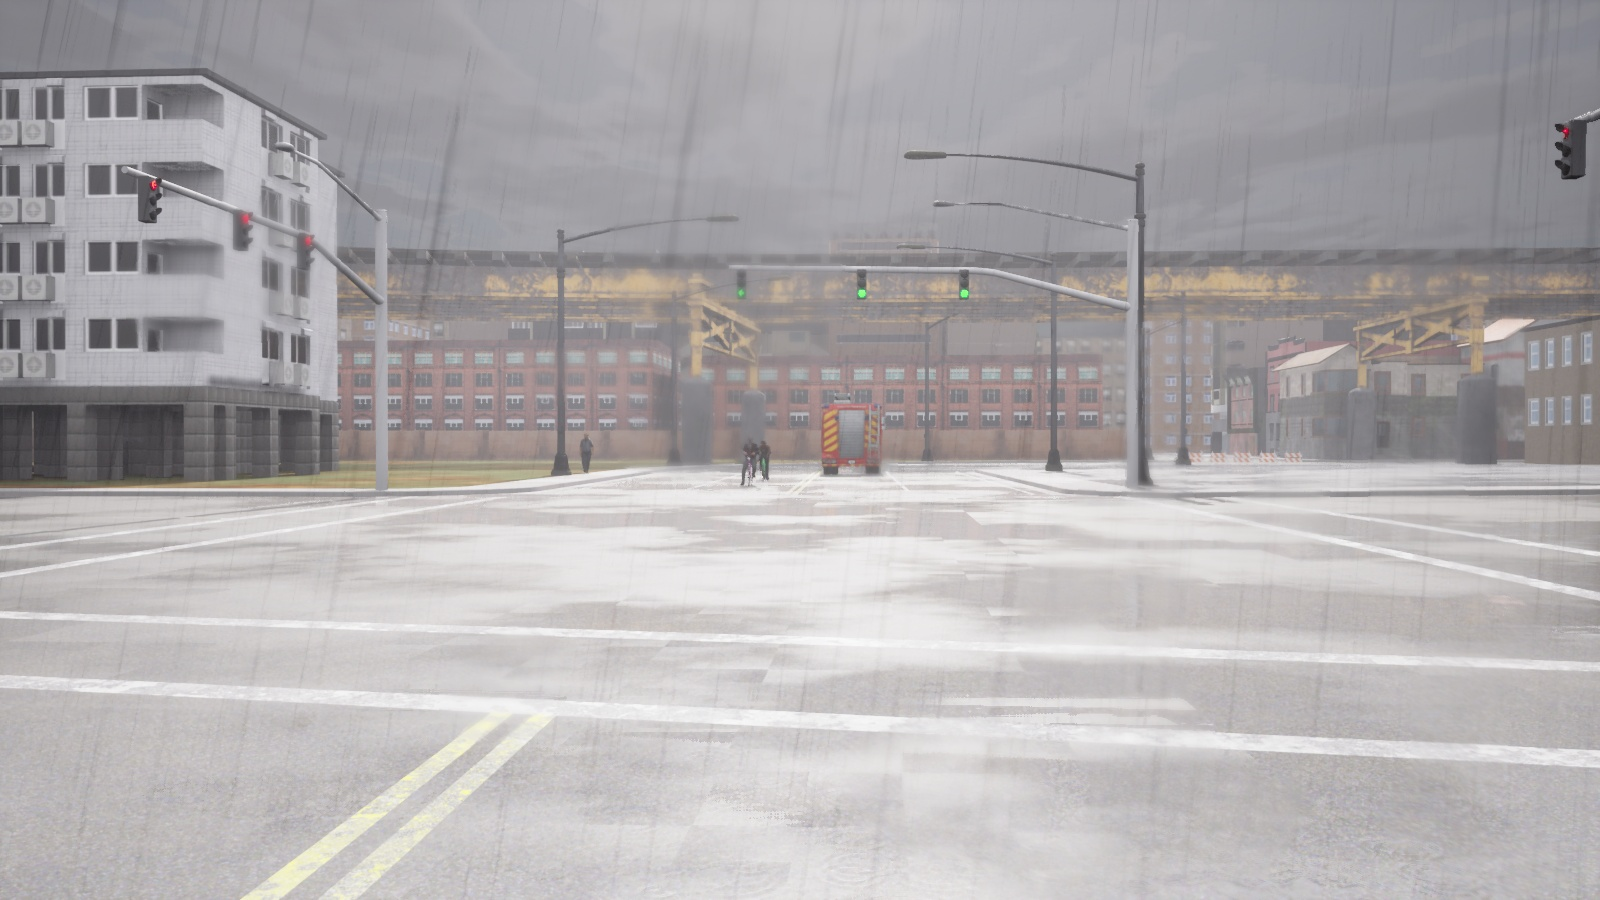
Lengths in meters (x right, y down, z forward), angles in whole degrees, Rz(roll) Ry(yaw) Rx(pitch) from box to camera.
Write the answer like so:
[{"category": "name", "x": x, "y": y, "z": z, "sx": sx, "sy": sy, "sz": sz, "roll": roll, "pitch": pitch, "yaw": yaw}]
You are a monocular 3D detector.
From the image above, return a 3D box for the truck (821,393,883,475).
[{"category": "truck", "x": 2.675, "y": -0.761, "z": 63.079, "sx": 2.891, "sy": 3.827, "sz": 8.468, "roll": 0, "pitch": 0, "yaw": 3}]

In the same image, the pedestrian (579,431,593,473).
[{"category": "pedestrian", "x": -9.505, "y": 0.097, "z": 55.782, "sx": 0.540, "sy": 1.848, "sz": 0.694, "roll": 0, "pitch": 0, "yaw": -4}]
